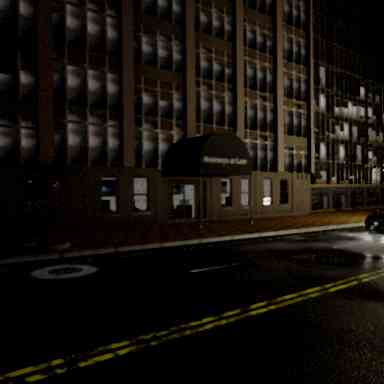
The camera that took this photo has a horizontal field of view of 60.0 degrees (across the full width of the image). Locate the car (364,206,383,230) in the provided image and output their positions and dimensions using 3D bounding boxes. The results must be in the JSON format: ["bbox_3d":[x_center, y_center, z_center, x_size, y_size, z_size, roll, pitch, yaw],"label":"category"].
[{"bbox_3d":[12.746,1.599,20.894,4.902,1.511,2.128,0,0,-36],"label":"car"}]
